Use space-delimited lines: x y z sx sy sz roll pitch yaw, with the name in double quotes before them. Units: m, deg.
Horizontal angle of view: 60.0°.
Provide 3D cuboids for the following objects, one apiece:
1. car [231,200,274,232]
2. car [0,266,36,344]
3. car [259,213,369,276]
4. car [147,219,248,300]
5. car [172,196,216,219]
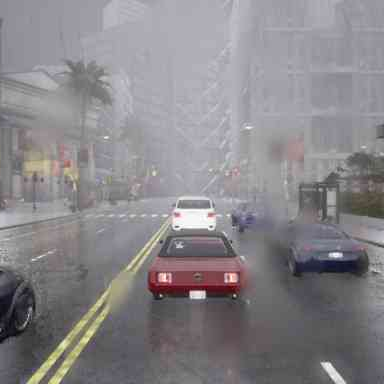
"car" 3.599 1.352 19.993 2.097 1.767 4.553 0 0 0
"car" -3.598 1.564 3.872 1.994 1.385 4.181 0 0 0
"car" 3.611 1.563 10.369 1.994 1.385 4.181 0 0 0
"car" 0.104 1.601 8.333 1.895 1.301 4.718 0 0 0
"car" 0.096 1.221 18.101 2.150 2.045 5.566 0 0 0
